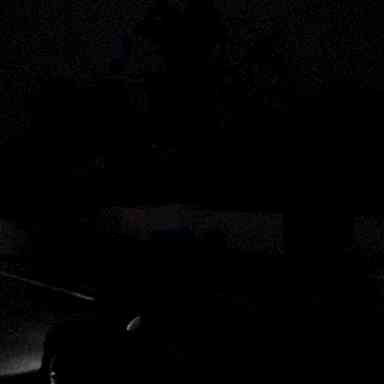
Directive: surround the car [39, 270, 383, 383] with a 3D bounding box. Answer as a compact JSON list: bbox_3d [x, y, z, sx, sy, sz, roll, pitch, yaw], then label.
[{"bbox_3d":[0.279,1.572,3.484,4.181,1.385,1.994,0,0,36],"label":"car"}]
